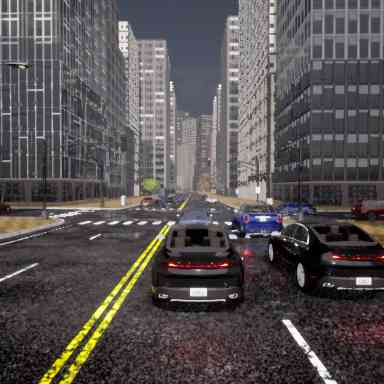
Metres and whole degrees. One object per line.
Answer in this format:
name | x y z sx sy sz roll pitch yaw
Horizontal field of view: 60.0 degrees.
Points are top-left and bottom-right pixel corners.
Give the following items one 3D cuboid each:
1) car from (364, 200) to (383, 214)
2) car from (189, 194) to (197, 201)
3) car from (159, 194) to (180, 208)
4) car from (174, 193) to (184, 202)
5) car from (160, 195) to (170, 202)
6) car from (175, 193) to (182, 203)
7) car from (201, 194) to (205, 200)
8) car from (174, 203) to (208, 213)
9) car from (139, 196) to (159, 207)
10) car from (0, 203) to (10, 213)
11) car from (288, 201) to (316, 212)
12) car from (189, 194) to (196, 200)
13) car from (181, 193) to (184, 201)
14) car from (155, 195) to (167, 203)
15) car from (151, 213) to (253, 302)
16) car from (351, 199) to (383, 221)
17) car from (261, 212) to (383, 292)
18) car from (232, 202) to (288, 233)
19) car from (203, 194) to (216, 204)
car | 21.909 1.642 36.767 4.829 1.417 1.752 1 0 1
car | 0.217 1.446 80.171 1.812 1.442 4.674 0 0 0
car | -3.210 1.469 48.261 1.837 1.490 4.892 0 0 0
car | -3.040 1.151 77.873 2.150 2.045 5.566 0 0 0
car | -6.290 1.450 77.913 1.812 1.442 4.674 0 0 0
car | -3.178 1.458 57.600 1.837 1.490 4.892 0 0 0
car | 3.495 1.405 90.808 1.837 1.490 4.892 0 0 0
car | 0.148 1.537 17.785 2.033 1.411 5.357 0 0 0
car | -6.456 1.489 49.034 1.812 1.442 4.674 0 0 2
car | -20.028 1.314 31.783 5.008 1.535 1.882 1 1 1
car | 10.541 1.625 34.262 4.181 1.385 1.994 1 1 -1
car | 0.244 1.383 90.165 1.882 1.535 5.008 0 0 0
car | -3.092 1.466 67.421 1.812 1.442 4.674 0 0 1
car | -6.336 1.418 67.643 1.882 1.535 5.008 0 0 0
car | 0.120 1.501 8.230 1.837 1.490 4.892 0 0 0
car | 16.277 1.518 28.496 5.009 1.841 2.192 1 0 1
car | 3.374 1.500 8.936 1.837 1.490 4.892 0 0 0
car | 3.397 1.342 18.019 2.097 1.767 4.553 0 0 0
car | 3.510 1.548 62.466 1.895 1.301 4.718 0 0 0
